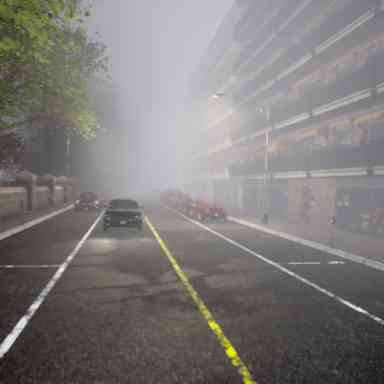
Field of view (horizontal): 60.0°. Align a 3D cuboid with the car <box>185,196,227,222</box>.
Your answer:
[{"bbox_3d":[1.091,1.221,22.896,1.887,1.381,4.507,2,1,-12],"label":"car"}]

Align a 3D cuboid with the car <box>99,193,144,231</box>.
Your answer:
[{"bbox_3d":[-3.638,1.064,17.633,1.882,1.535,5.008,2,1,-12],"label":"car"}]

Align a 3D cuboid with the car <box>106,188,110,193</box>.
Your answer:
[{"bbox_3d":[-9.360,0.594,32.245,1.967,1.590,4.097,2,1,-12],"label":"car"}]

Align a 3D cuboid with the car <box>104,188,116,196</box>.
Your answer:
[{"bbox_3d":[-16.109,-0.037,65.341,2.008,1.369,4.403,2,1,-12],"label":"car"}]

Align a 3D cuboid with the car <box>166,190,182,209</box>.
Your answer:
[{"bbox_3d":[-1.154,0.866,33.925,1.967,1.590,4.097,2,1,-12],"label":"car"}]

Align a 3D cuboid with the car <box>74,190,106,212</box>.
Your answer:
[{"bbox_3d":[-8.236,0.719,26.731,1.967,1.590,4.097,2,1,-12],"label":"car"}]

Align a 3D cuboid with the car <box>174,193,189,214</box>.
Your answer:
[{"bbox_3d":[-0.034,1.096,28.412,1.887,1.381,4.507,2,1,-12],"label":"car"}]

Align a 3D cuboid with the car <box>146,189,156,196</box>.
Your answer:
[{"bbox_3d":[-9.061,0.086,72.703,1.752,1.417,4.829,2,1,-12],"label":"car"}]

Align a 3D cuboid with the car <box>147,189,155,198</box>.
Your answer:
[{"bbox_3d":[-6.775,0.246,61.503,1.967,1.590,4.097,2,1,-12],"label":"car"}]

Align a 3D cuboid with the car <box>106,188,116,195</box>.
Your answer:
[{"bbox_3d":[-17.199,-0.180,70.690,1.752,1.417,4.829,2,1,-12],"label":"car"}]

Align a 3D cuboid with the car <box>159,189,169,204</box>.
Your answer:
[{"bbox_3d":[-2.274,0.616,39.438,2.192,1.841,5.009,2,1,-12],"label":"car"}]

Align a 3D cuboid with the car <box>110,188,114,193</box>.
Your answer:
[{"bbox_3d":[-11.612,0.454,43.279,2.008,1.369,4.403,2,1,-12],"label":"car"}]

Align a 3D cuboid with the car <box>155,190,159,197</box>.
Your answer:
[{"bbox_3d":[-3.403,0.616,44.957,1.967,1.590,4.097,2,1,-12],"label":"car"}]
